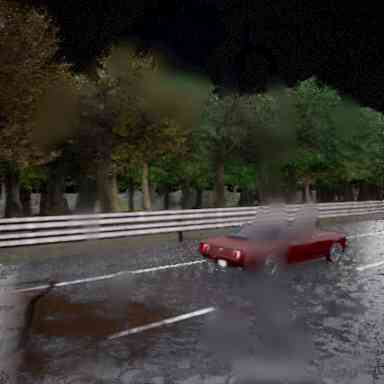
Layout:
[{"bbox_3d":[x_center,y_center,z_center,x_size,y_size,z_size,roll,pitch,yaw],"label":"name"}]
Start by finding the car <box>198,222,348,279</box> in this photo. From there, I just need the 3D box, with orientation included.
[{"bbox_3d":[2.597,1.538,9.900,4.718,1.301,1.895,-1,0,-35],"label":"car"}]
